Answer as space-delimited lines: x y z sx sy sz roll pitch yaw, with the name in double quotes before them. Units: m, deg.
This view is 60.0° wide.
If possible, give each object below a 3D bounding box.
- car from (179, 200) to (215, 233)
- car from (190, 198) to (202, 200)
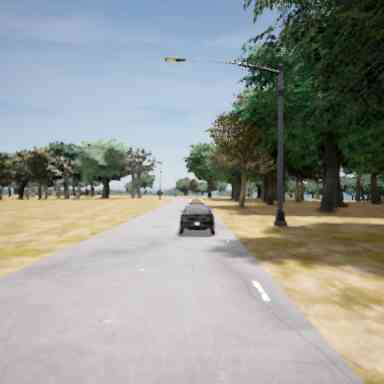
"car" 0.281 1.442 19.299 1.882 1.535 5.008 0 0 1
"car" 0.477 1.401 38.395 1.882 1.535 5.008 0 0 1
